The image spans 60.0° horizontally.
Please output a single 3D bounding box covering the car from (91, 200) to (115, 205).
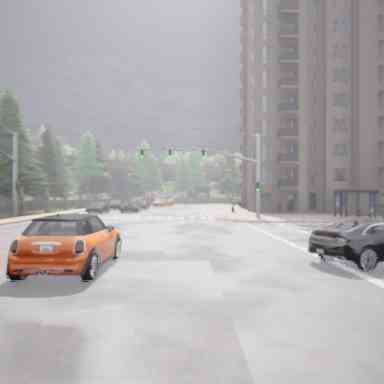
[{"bbox_3d":[-11.248,1.862,40.192,2.033,1.411,5.357,0,-1,-1],"label":"car"}]

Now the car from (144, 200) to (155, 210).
[{"bbox_3d":[-7.722,1.982,52.008,2.033,1.411,5.357,0,-1,3],"label":"car"}]

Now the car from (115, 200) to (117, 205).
[{"bbox_3d":[-11.259,1.879,49.863,1.882,1.535,5.008,0,-1,1],"label":"car"}]

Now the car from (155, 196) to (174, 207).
[{"bbox_3d":[-5.595,2.013,62.277,1.882,1.535,5.008,0,-1,20],"label":"car"}]

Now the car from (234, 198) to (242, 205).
[{"bbox_3d":[11.589,2.090,76.670,4.553,1.767,2.097,0,-1,-25],"label":"car"}]

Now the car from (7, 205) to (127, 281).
[{"bbox_3d":[-3.585,1.441,10.229,2.097,1.767,4.553,1,-1,-1],"label":"car"}]

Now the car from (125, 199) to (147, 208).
[{"bbox_3d":[-10.026,1.975,60.046,1.882,1.535,5.008,0,-1,15],"label":"car"}]

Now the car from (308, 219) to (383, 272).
[{"bbox_3d":[6.322,1.673,11.319,4.902,1.511,2.128,1,-1,-20],"label":"car"}]

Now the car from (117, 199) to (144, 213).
[{"bbox_3d":[-7.756,1.702,42.478,2.097,1.767,4.553,0,-1,-2],"label":"car"}]

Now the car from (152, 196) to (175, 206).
[{"bbox_3d":[-5.898,1.825,69.541,2.150,2.045,5.566,0,-1,29],"label":"car"}]
